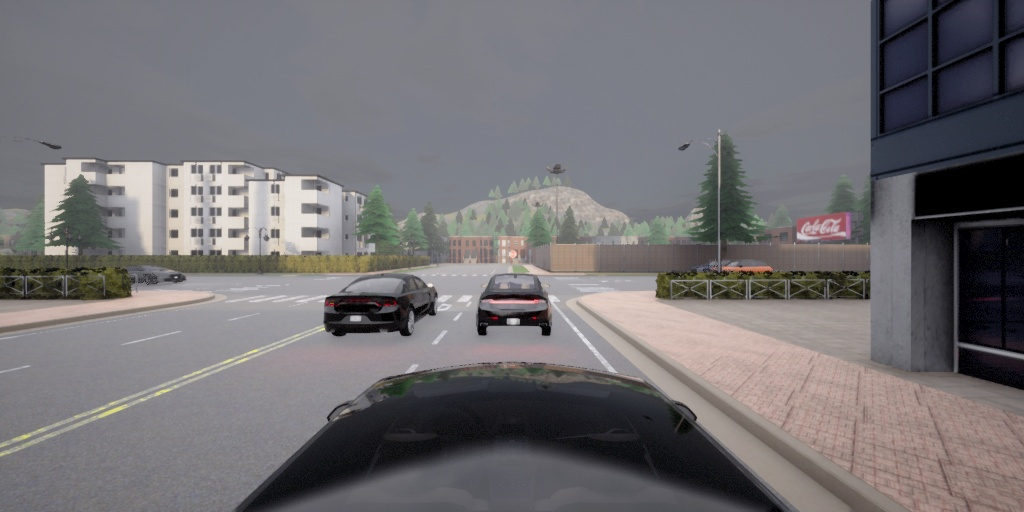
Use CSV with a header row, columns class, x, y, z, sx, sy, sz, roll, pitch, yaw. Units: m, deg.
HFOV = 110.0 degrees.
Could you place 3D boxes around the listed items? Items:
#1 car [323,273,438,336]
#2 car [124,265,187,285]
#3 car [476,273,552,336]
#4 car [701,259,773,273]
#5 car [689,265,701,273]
class,x,y,z,sx,sy,sz,roll,pitch,yaw
car,-3.458,1.227,10.379,1.882,1.535,5.008,0,0,0
car,-25.463,1.313,25.062,4.181,1.385,1.994,0,0,0
car,0.092,1.241,10.383,2.128,1.511,4.902,0,0,1
car,18.164,1.102,28.728,4.553,1.767,2.097,0,0,0
car,18.403,1.102,32.227,4.553,1.767,2.097,0,0,0
